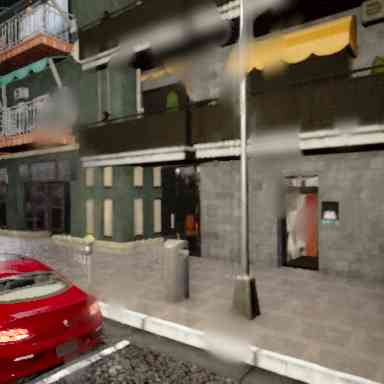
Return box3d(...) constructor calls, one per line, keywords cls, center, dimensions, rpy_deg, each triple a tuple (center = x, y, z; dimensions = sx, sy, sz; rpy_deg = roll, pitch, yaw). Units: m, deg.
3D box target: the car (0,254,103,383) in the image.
box3d(cls="car", center=(-3.077, 1.594, 4.922), dimensions=(4.206, 1.307, 1.802), rpy_deg=(0, 0, 36))
